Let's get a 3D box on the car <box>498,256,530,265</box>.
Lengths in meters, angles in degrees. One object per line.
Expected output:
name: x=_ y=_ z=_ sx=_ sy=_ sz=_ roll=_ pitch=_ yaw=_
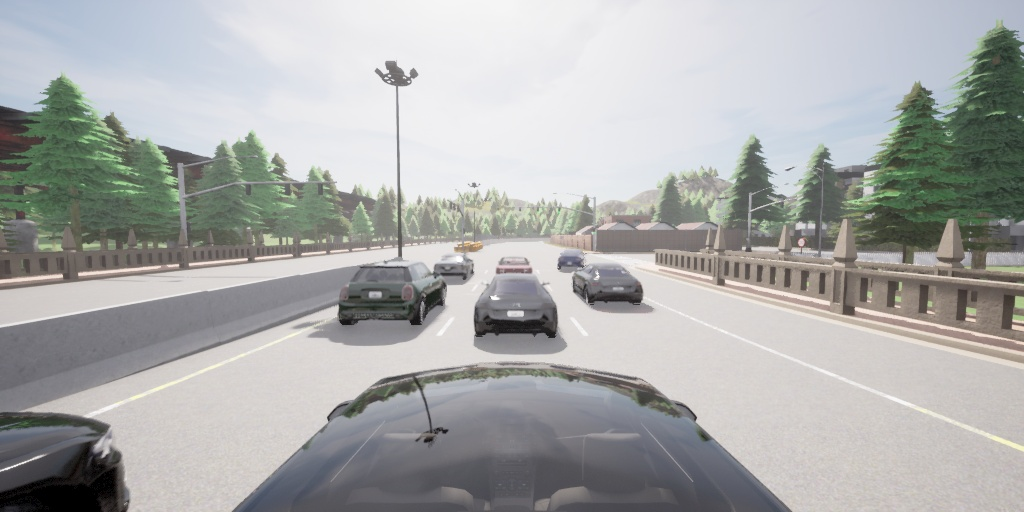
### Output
car: x=0.111 y=0.649 z=20.291 sx=1.895 sy=1.301 sz=4.718 roll=0 pitch=3 yaw=0

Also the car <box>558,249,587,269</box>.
car: x=4.578 y=0.195 z=26.884 sx=1.812 sy=1.442 sz=4.674 roll=1 pitch=3 yaw=15

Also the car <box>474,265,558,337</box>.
car: x=0.101 y=1.159 z=9.845 sx=1.994 sy=1.385 sz=4.181 roll=0 pitch=2 yaw=1

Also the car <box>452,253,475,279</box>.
car: x=-3.390 y=0.532 z=21.414 sx=2.033 sy=1.411 sz=5.357 roll=0 pitch=3 yaw=0

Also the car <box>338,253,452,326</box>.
car: x=-3.395 y=0.901 z=11.035 sx=2.097 sy=1.767 sz=4.553 roll=0 pitch=2 yaw=0

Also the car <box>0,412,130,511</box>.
car: x=-3.416 y=1.240 z=0.279 sx=2.128 sy=1.511 sz=4.902 roll=0 pitch=0 yaw=0

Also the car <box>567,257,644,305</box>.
car: x=3.607 y=0.961 z=14.151 sx=1.994 sy=1.385 sz=4.181 roll=0 pitch=3 yaw=0
